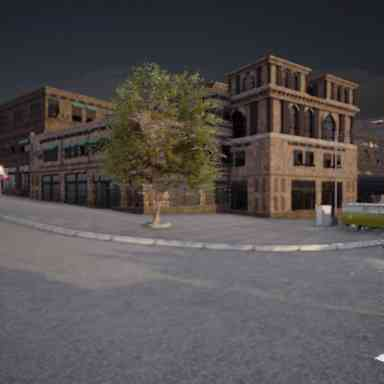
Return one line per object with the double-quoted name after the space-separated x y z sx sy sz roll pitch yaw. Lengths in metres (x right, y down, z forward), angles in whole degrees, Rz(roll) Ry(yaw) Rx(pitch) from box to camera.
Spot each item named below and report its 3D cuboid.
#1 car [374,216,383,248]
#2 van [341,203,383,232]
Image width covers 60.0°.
9.337 1.715 12.537 5.357 1.411 2.033 2 -1 -36 "car"
12.637 1.769 22.544 4.442 1.987 1.878 0 -2 34 "van"
